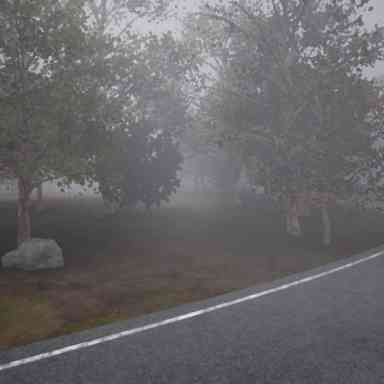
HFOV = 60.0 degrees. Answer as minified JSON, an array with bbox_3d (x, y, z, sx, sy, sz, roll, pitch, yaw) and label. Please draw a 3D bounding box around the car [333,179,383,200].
[{"bbox_3d":[17.913,-0.333,35.892,2.150,2.045,5.566,-6,5,-39],"label":"car"}]
